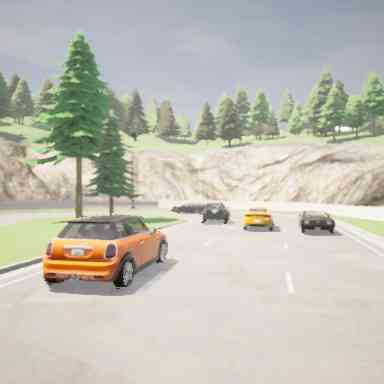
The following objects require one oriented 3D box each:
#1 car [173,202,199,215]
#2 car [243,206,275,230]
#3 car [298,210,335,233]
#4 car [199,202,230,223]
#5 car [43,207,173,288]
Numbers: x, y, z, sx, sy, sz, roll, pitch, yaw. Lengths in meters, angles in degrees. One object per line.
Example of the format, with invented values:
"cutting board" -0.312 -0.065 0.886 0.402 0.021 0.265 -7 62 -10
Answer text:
"car" -0.005 1.954 40.285 5.357 1.411 2.033 0 -1 34
"car" 4.727 1.717 23.303 1.882 1.535 5.008 0 -1 15
"car" 7.783 1.821 21.198 1.895 1.301 4.718 0 -1 15
"car" 2.098 1.640 28.381 2.097 1.767 4.553 0 -1 8
"car" -2.237 1.451 9.824 2.097 1.767 4.553 0 -1 11
